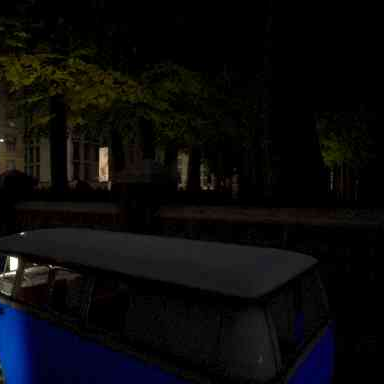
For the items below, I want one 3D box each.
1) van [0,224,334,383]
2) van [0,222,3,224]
[{"bbox_3d":[-0.687,1.341,3.351,3.998,1.788,1.690,0,0,36],"label":"van"},{"bbox_3d":[-5.278,1.340,6.657,3.998,1.788,1.690,0,0,36],"label":"van"}]
